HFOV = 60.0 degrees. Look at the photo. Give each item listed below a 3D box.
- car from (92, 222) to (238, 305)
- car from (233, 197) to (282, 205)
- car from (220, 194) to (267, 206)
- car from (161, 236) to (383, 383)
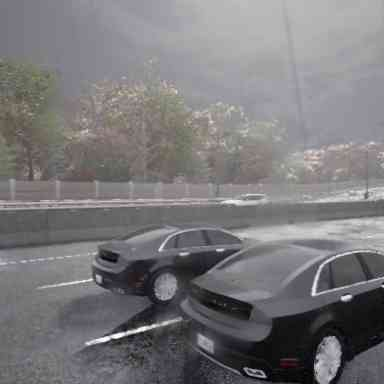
[{"bbox_3d":[0.100,1.503,8.118,4.892,1.490,1.837,0,0,-36],"label":"car"},{"bbox_3d":[6.432,1.484,29.999,4.902,1.511,2.128,0,0,-35],"label":"car"},{"bbox_3d":[5.404,1.217,33.551,5.566,2.045,2.150,1,0,-35],"label":"car"},{"bbox_3d":[2.132,1.503,5.267,4.892,1.490,1.837,0,0,-36],"label":"car"}]
